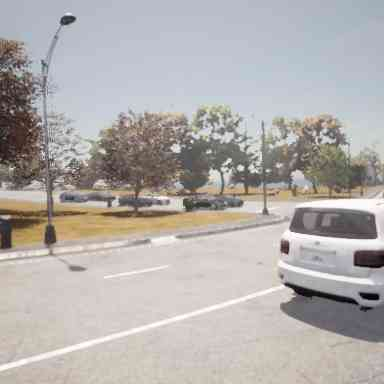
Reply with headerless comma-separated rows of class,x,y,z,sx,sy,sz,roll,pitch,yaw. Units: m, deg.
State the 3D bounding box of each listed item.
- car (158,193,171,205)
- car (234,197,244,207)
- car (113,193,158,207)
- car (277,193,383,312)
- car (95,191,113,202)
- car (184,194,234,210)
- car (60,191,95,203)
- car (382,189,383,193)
car,-4.784,0.841,42.420,4.674,1.442,1.812,1,3,35
car,3.619,0.953,36.542,4.181,1.385,1.994,0,2,35
car,-6.765,0.979,39.538,4.674,1.442,1.812,1,3,35
car,4.204,1.166,7.330,5.566,2.045,2.150,-1,0,-39
car,-13.340,0.606,48.406,5.357,1.411,2.033,2,4,35
car,1.346,1.018,33.861,4.902,1.511,2.128,0,2,35
car,-16.329,0.645,46.233,4.902,1.511,2.128,3,4,35
car,26.848,-0.044,44.721,1.837,1.490,4.892,-1,2,34
